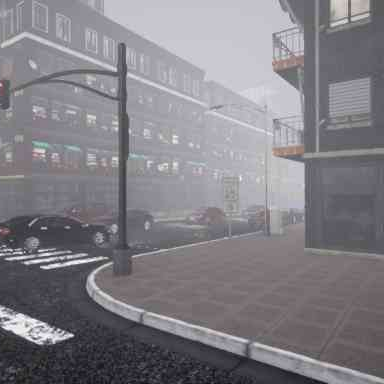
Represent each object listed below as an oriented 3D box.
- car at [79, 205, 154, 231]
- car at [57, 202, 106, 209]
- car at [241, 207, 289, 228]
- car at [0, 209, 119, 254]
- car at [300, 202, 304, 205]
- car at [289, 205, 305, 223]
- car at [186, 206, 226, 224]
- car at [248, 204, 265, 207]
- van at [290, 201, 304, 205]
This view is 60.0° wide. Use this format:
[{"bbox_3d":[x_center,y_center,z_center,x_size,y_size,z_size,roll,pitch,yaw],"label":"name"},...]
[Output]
[{"bbox_3d":[-4.498,1.814,21.461,1.837,1.490,4.892,0,-1,35],"label":"car"},{"bbox_3d":[-7.585,1.603,21.603,2.192,1.841,5.009,-1,-2,35],"label":"car"},{"bbox_3d":[5.822,2.048,26.132,1.802,1.307,4.206,-2,-2,35],"label":"car"},{"bbox_3d":[-5.827,1.666,14.304,1.837,1.490,4.892,2,-1,42],"label":"car"},{"bbox_3d":[17.056,2.500,46.495,1.895,1.301,4.718,0,-1,35],"label":"car"},{"bbox_3d":[9.096,2.120,30.780,2.008,1.369,4.403,-2,-2,35],"label":"car"},{"bbox_3d":[1.360,2.019,29.763,1.812,1.442,4.674,0,-1,35],"label":"car"},{"bbox_3d":[7.338,2.189,38.237,1.837,1.490,4.892,0,-1,36],"label":"car"},{"bbox_3d":[18.602,2.463,58.776,1.690,1.788,3.998,-2,-2,35],"label":"van"}]
